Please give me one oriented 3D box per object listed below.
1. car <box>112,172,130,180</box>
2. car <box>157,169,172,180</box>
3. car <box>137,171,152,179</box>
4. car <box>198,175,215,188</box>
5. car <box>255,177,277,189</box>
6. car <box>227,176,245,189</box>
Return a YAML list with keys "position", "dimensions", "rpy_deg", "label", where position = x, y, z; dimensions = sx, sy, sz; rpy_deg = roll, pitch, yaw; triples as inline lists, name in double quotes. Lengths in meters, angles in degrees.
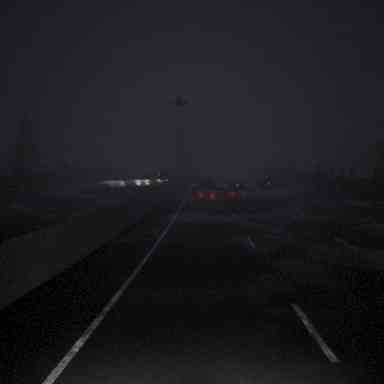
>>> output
- position: [-11.732, -2.671, 54.799]
  dimensions: [1.895, 1.301, 4.718]
  rpy_deg: [1, 6, 3]
  label: "car"
- position: [-4.631, -3.102, 56.942]
  dimensions: [2.097, 1.767, 4.553]
  rpy_deg: [0, 6, 3]
  label: "car"
- position: [-8.121, -2.884, 57.142]
  dimensions: [1.895, 1.301, 4.718]
  rpy_deg: [1, 6, 3]
  label: "car"
- position: [1.768, -1.261, 39.951]
  dimensions: [1.812, 1.442, 4.674]
  rpy_deg: [0, 6, 3]
  label: "car"
- position: [8.756, -1.159, 39.566]
  dimensions: [1.994, 1.385, 4.181]
  rpy_deg: [0, 6, 3]
  label: "car"
- position: [5.272, -1.249, 39.961]
  dimensions: [1.812, 1.442, 4.674]
  rpy_deg: [0, 6, 3]
  label: "car"
